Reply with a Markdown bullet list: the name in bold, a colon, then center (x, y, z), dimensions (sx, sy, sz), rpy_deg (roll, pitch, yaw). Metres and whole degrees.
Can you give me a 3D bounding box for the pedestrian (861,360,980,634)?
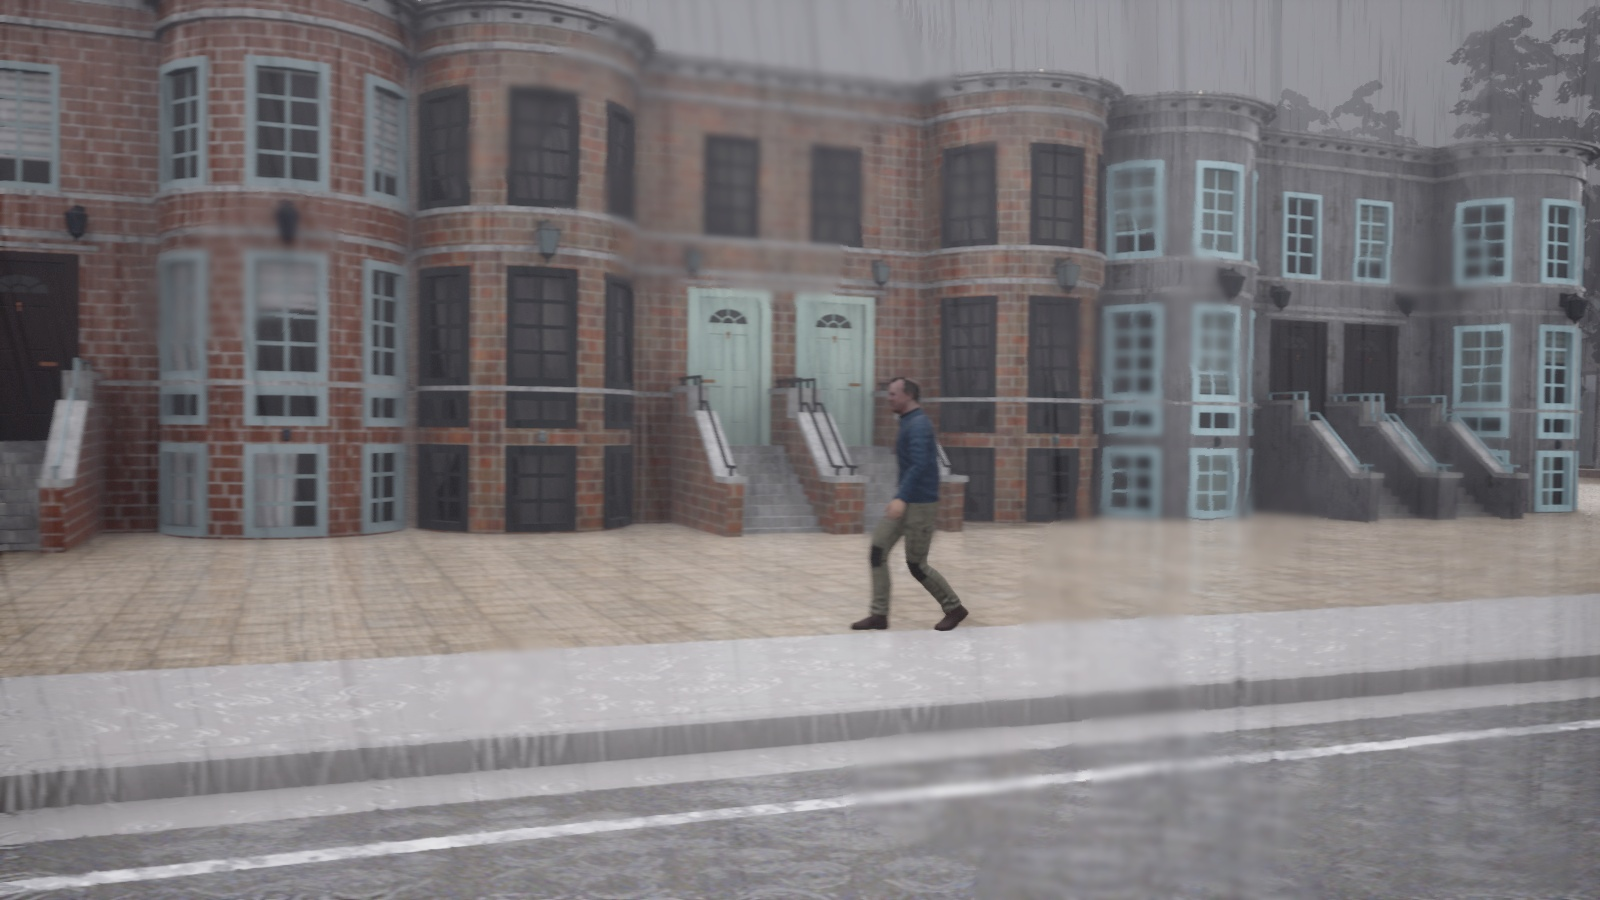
- **pedestrian**: center (0.833, 0.311, 8.730), dimensions (0.726, 1.842, 0.402), rpy_deg (-1, 1, -11)
